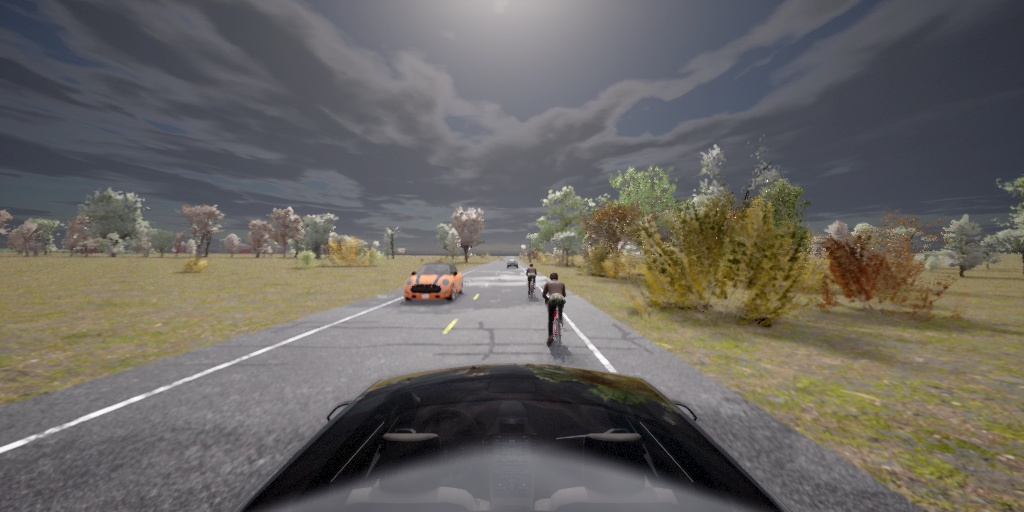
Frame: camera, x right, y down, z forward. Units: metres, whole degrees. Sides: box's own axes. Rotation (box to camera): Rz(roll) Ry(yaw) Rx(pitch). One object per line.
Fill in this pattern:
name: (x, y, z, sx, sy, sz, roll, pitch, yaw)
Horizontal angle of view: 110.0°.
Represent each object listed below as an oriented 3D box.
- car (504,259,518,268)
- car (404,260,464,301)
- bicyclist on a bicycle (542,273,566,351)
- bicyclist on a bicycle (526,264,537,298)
car: (0.097, 1.350, 59.970, 1.895, 1.301, 4.718, 0, 0, 0)
car: (-3.602, 1.102, 17.180, 2.097, 1.767, 4.553, 0, 0, 0)
bicyclist on a bicycle: (0.962, 1.203, 8.043, 0.582, 1.620, 1.656, 0, 0, 0)
bicyclist on a bicycle: (0.962, 1.202, 17.489, 0.582, 1.620, 1.656, 0, 0, 0)
